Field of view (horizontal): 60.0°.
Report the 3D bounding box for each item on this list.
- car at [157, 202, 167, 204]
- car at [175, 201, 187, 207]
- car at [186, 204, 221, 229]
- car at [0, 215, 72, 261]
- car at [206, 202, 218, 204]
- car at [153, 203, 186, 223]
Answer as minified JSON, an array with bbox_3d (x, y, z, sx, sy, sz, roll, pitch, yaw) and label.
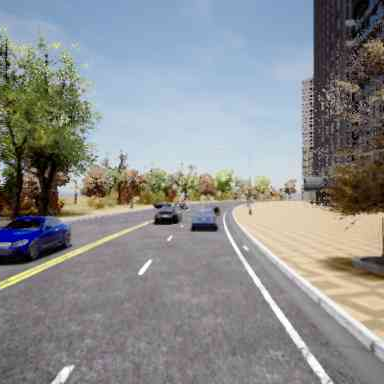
[{"bbox_3d":[-5.261,2.338,57.731,1.895,1.301,4.718,0,-1,9],"label":"car"},{"bbox_3d":[-2.061,2.232,57.135,2.128,1.511,4.902,0,-1,9],"label":"car"},{"bbox_3d":[0.946,1.868,24.323,2.033,1.411,5.357,0,-1,4],"label":"car"},{"bbox_3d":[-6.290,1.682,13.133,1.812,1.442,4.674,0,-1,2],"label":"car"},{"bbox_3d":[2.534,2.045,41.746,2.128,1.511,4.902,0,-1,7],"label":"car"},{"bbox_3d":[-1.996,1.939,29.026,1.994,1.385,4.181,0,-1,5],"label":"car"}]
